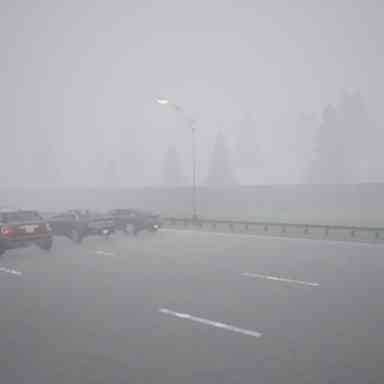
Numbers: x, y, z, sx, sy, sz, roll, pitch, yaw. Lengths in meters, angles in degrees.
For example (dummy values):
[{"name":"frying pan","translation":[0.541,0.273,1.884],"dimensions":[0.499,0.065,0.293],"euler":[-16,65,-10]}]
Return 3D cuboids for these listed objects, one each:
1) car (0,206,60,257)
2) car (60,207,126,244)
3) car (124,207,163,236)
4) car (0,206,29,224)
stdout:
[{"name":"car","translation":[-7.821,1.482,13.747],"dimensions":[4.553,1.767,2.097],"euler":[-1,-1,36]},{"name":"car","translation":[-5.960,1.626,16.721],"dimensions":[4.902,1.511,2.128],"euler":[-1,0,36]},{"name":"car","translation":[-3.938,1.641,19.578],"dimensions":[4.892,1.490,1.837],"euler":[0,0,36]},{"name":"car","translation":[-15.988,1.871,28.167],"dimensions":[4.718,1.301,1.895],"euler":[-1,0,36]}]
